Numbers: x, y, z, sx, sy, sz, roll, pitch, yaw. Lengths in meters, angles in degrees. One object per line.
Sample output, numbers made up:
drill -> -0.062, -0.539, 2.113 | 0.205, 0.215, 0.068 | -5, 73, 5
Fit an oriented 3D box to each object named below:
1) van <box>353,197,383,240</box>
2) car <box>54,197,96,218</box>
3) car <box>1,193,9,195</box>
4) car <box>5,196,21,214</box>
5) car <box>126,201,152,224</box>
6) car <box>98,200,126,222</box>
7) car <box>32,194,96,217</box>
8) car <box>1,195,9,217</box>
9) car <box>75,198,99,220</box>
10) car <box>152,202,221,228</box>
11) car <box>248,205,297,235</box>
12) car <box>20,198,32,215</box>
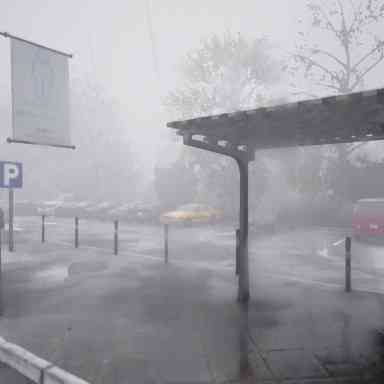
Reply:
van -> 9.205, 1.264, 16.289 | 1.878, 1.987, 4.442 | 0, 0, 36
car -> -8.930, 1.466, 29.102 | 2.097, 1.535, 5.008 | 0, 0, 36
car -> -24.764, 1.153, 40.368 | 2.435, 2.045, 5.566 | 0, 0, 36
car -> -15.713, 1.455, 33.934 | 2.097, 1.535, 5.008 | 0, 0, 36
car -> -2.140, 1.505, 24.283 | 2.163, 1.488, 4.792 | 0, 0, 36
car -> -4.411, 1.473, 25.877 | 2.231, 1.521, 4.892 | 0, 0, 36
car -> -11.208, 1.212, 30.688 | 2.435, 2.045, 5.566 | 0, 0, 36
car -> -17.863, 1.444, 35.702 | 1.946, 1.575, 5.366 | 0, 0, 36
car -> -6.671, 1.469, 27.489 | 2.097, 1.535, 5.008 | 0, 0, 36
car -> -0.006, 1.475, 22.495 | 1.946, 1.575, 5.366 | 0, 0, 36
car -> 4.604, 1.514, 19.396 | 2.163, 1.488, 4.792 | 0, 0, 36
car -> -13.453, 1.462, 32.319 | 2.231, 1.521, 4.892 | 0, 0, 36
